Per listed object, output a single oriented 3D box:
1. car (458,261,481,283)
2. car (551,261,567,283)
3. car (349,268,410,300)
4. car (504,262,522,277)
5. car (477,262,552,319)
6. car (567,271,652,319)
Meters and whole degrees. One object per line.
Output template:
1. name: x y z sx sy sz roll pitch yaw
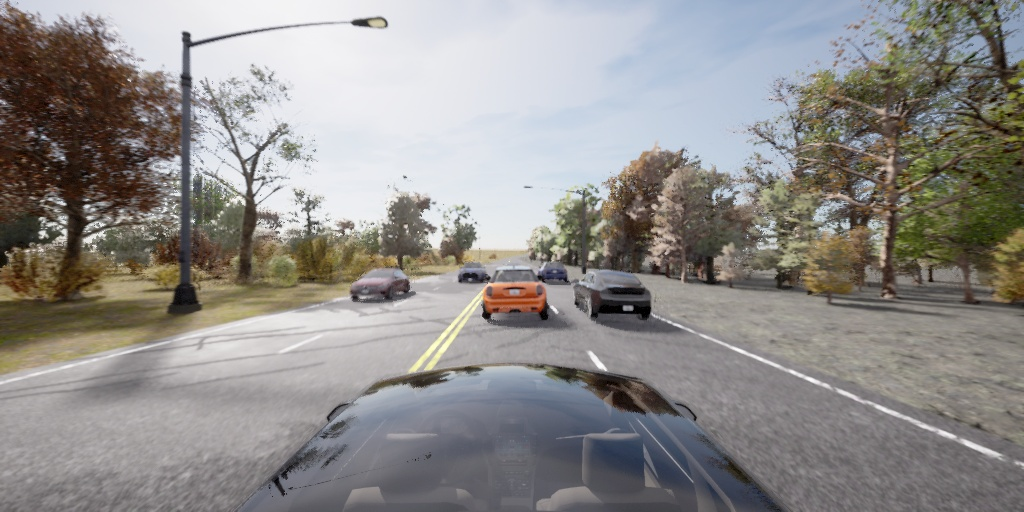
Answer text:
1. car: -3.245 1.254 30.105 2.097 1.767 4.553 0 0 0
2. car: 3.349 1.242 30.223 2.097 1.767 4.553 -1 0 0
3. car: -6.581 1.364 18.439 1.812 1.442 4.674 0 0 0
4. car: 0.108 1.429 40.460 1.882 1.535 5.008 0 0 0
5. car: 0.080 1.138 13.331 2.097 1.767 4.553 -1 0 0
6. car: 3.372 1.263 12.821 1.837 1.490 4.892 1 0 0
